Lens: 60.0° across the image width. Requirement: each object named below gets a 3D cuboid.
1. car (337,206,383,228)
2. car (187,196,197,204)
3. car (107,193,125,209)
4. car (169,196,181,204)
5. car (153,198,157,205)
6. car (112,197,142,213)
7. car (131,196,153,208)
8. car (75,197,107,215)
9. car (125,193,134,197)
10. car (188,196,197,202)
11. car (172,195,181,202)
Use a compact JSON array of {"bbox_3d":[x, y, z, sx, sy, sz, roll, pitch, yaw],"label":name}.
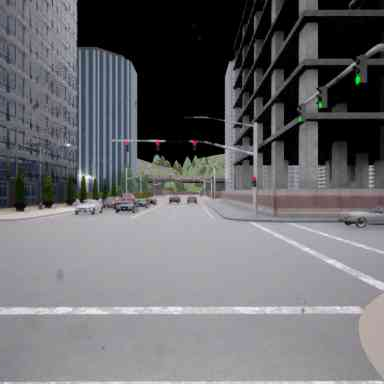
[{"bbox_3d":[11.888,1.545,21.239,4.718,1.301,1.895,0,0,0],"label":"car"},{"bbox_3d":[0.024,1.492,64.567,2.128,1.511,4.902,0,0,0],"label":"car"},{"bbox_3d":[-10.583,1.352,43.376,2.097,1.767,4.553,0,0,0],"label":"car"},{"bbox_3d":[-3.476,1.505,64.570,1.837,1.490,4.892,0,0,0],"label":"car"},{"bbox_3d":[-7.062,1.601,56.709,1.895,1.301,4.718,0,0,0],"label":"car"},{"bbox_3d":[-7.086,1.564,36.760,1.994,1.385,4.181,0,0,0],"label":"car"},{"bbox_3d":[-7.082,1.564,46.669,1.994,1.385,4.181,0,0,0],"label":"car"},{"bbox_3d":[-10.586,1.526,34.443,1.812,1.442,4.674,0,0,0],"label":"car"},{"bbox_3d":[-10.576,1.221,53.792,2.150,2.045,5.566,0,0,0],"label":"car"},{"bbox_3d":[0.027,1.579,73.673,1.895,1.301,4.718,0,0,0],"label":"car"},{"bbox_3d":[-3.473,1.508,73.644,1.812,1.442,4.674,0,0,0],"label":"car"}]
